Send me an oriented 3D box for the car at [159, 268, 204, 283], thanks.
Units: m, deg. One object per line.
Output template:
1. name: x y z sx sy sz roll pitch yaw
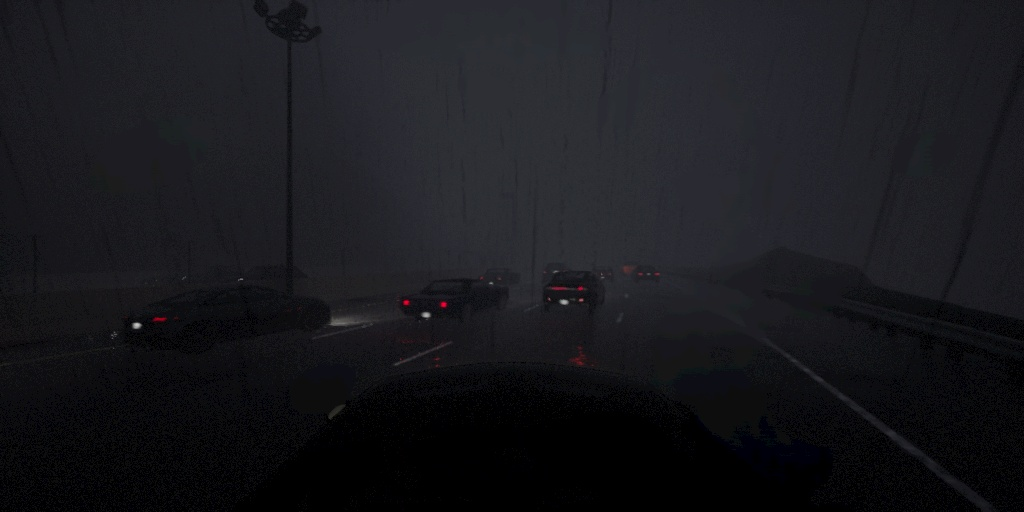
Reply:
1. car: -17.462 1.566 21.165 1.994 1.385 4.181 0 -1 20

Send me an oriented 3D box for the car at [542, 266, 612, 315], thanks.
1. car: 2.571 1.334 14.267 2.128 1.511 4.902 0 0 20

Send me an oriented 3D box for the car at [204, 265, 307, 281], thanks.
1. car: -14.037 1.330 20.346 2.097 1.767 4.553 -1 -1 20

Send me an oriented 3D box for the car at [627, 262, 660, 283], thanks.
1. car: 11.208 1.479 30.255 2.033 1.411 5.357 0 0 14

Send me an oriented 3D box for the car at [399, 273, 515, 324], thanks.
1. car: -1.727 1.451 12.647 1.895 1.301 4.718 0 -1 21

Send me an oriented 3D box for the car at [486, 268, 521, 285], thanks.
1. car: -0.770 1.562 26.410 1.895 1.301 4.718 0 0 17

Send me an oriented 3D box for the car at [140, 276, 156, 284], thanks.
1. car: -23.369 1.632 25.421 1.994 1.385 4.181 0 -1 19

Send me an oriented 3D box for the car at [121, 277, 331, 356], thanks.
1. car: -6.884 1.411 9.179 1.994 1.385 4.181 0 -1 23

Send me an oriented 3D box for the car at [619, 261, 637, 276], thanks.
1. car: 13.823 1.368 41.982 2.097 1.767 4.553 0 -1 11

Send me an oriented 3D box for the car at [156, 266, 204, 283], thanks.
1. car: -20.152 1.392 24.030 2.097 1.767 4.553 0 -1 19

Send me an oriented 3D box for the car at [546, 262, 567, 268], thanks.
1. car: 3.884 1.320 30.064 2.097 1.767 4.553 0 -1 15
